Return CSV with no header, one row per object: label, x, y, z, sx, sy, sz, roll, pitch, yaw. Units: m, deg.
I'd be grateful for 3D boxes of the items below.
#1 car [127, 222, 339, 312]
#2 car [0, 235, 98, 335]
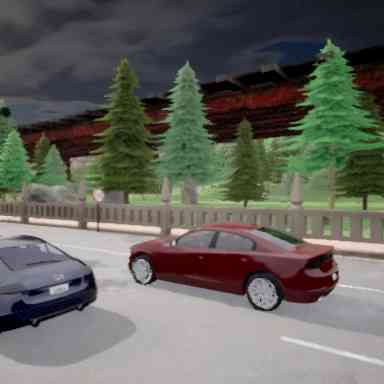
car,0.664,1.446,7.715,5.008,1.535,1.882,0,0,35
car,-3.813,1.559,6.574,4.181,1.385,1.994,0,0,35
